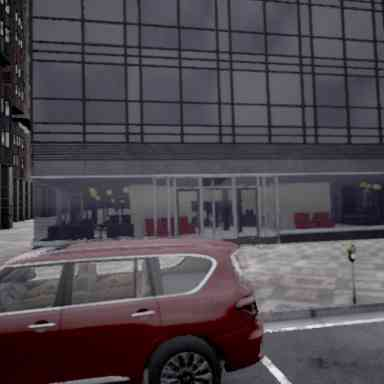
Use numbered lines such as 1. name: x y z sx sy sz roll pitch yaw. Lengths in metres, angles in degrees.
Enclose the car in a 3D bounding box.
1. car: -1.569 1.595 4.311 5.009 1.841 2.192 -1 -3 -11
